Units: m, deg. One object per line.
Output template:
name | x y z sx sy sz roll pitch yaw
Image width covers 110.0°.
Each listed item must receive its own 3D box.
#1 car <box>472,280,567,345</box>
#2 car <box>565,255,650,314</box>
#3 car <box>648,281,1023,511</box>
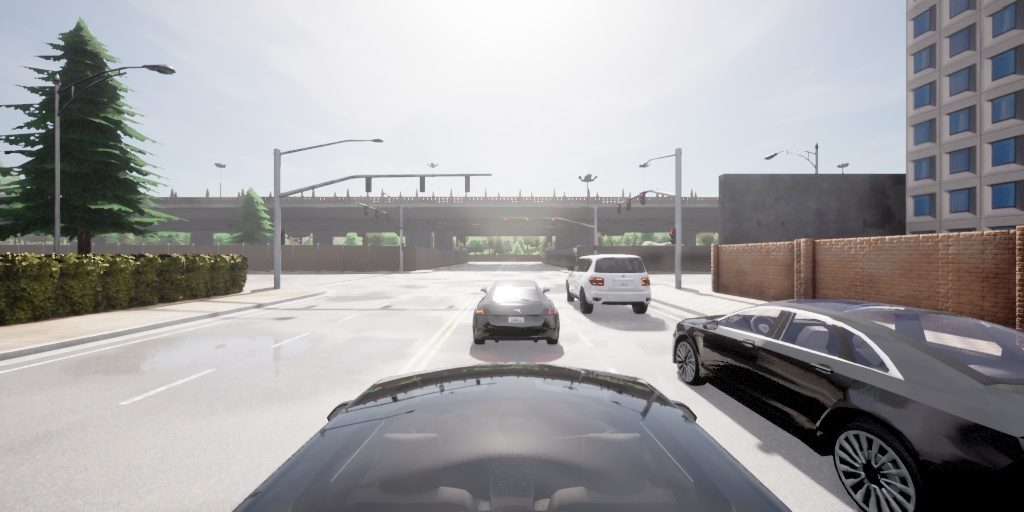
car | 0.087 1.314 9.547 1.994 1.385 4.181 0 0 0
car | 3.481 0.971 13.895 2.150 2.045 5.566 0 0 0
car | 3.593 1.242 4.090 2.128 1.511 4.902 0 0 0
